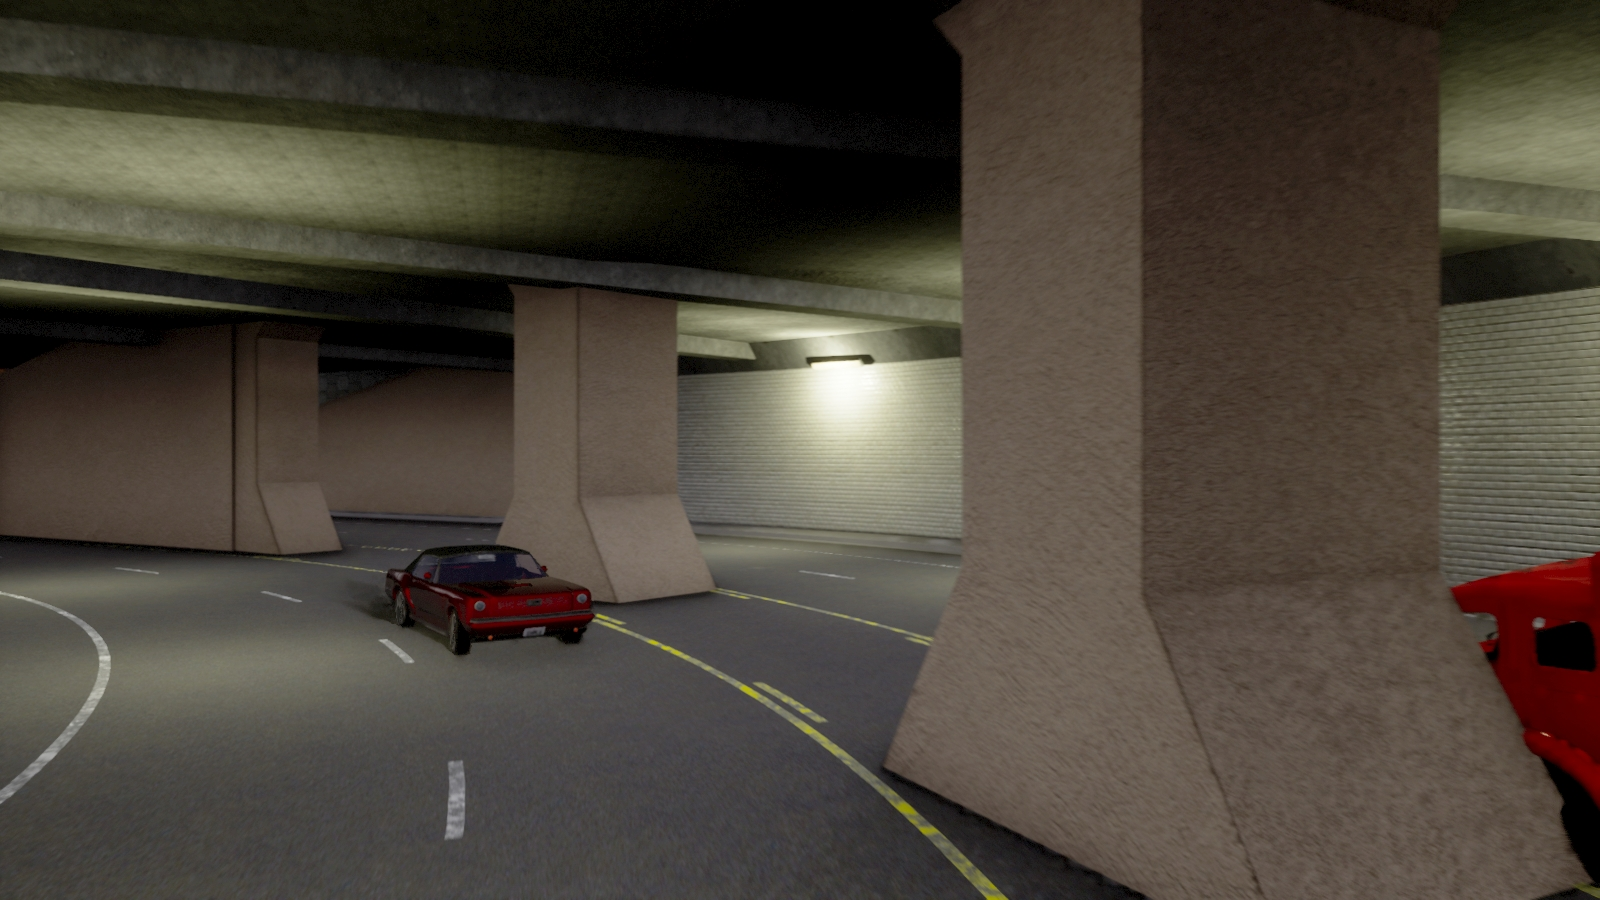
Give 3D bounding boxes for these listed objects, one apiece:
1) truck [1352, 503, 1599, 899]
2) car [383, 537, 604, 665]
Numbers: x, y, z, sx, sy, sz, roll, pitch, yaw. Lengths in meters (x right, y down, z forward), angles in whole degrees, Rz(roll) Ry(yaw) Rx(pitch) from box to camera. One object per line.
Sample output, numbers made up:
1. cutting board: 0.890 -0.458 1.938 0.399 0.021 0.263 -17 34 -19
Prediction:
1. truck: 6.563 1.663 6.875 2.627 2.467 5.204 -7 -1 -21
2. car: -4.811 2.160 17.418 1.895 1.301 4.718 0 0 -33
